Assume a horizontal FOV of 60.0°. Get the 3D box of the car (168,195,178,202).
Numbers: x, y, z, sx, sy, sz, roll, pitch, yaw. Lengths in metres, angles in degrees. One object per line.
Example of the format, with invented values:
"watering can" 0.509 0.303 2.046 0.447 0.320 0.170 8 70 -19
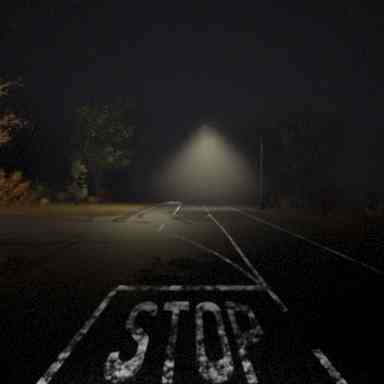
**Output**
"car" -3.842 1.362 68.668 2.128 1.511 4.902 0 0 0
